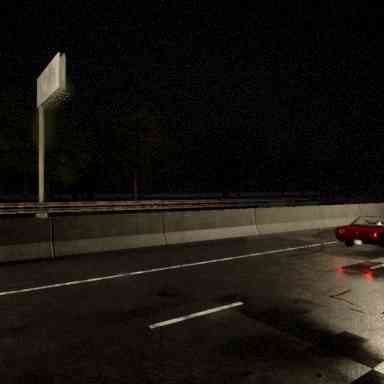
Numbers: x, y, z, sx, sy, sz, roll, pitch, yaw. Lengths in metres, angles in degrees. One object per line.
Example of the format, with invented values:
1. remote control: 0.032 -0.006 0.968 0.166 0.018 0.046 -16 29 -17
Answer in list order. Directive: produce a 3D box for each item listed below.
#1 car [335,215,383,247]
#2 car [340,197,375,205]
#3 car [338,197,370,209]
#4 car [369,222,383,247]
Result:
1. car: 8.086 1.602 13.844 4.718 1.301 1.895 0 0 -36
2. car: 20.031 1.445 39.976 5.008 1.535 1.882 0 0 -36
3. car: 22.441 1.455 46.034 4.892 1.490 1.837 0 0 -36
4. car: 6.705 1.526 8.548 4.674 1.442 1.812 0 0 -35
